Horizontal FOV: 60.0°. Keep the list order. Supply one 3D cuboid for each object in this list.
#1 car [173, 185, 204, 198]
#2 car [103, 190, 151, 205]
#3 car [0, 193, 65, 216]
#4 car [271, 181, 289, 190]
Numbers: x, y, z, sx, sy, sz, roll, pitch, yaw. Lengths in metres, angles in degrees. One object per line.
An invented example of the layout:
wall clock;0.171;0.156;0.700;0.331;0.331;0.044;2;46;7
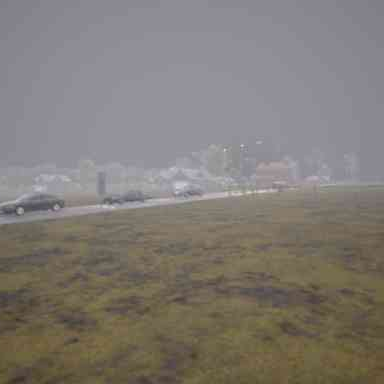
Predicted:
car;-0.411;-0.096;42.185;2.128;1.511;4.902;0;3;36
car;-6.509;0.463;33.818;2.033;1.411;5.357;0;3;36
car;-12.330;0.908;25.834;1.837;1.490;4.892;0;3;36
car;15.773;-1.182;59.423;1.882;1.535;5.008;0;3;36
